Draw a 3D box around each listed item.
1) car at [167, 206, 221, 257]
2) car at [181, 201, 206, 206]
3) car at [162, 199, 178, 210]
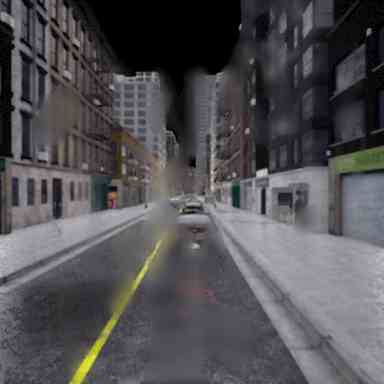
[{"bbox_3d":[0.093,1.500,12.988,1.837,1.490,4.892,0,0,0],"label":"car"},{"bbox_3d":[0.100,1.501,28.263,1.837,1.490,4.892,0,0,0],"label":"car"},{"bbox_3d":[-2.820,1.601,42.919,1.895,1.301,4.718,0,0,0],"label":"car"}]
